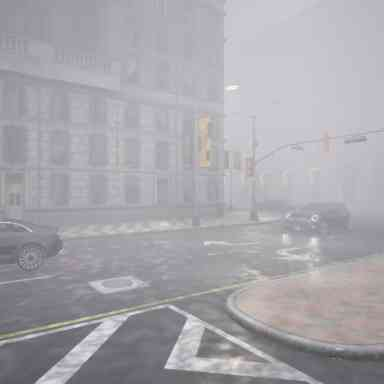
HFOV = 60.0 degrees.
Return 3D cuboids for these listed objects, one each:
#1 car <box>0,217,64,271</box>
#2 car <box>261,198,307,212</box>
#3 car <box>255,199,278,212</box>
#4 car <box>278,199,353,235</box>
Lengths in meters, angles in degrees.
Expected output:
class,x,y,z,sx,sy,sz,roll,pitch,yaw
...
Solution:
class,x,y,z,sx,sy,sz,roll,pitch,yaw
car,-6.229,1.491,9.380,4.902,1.511,2.128,0,0,-35
car,11.263,1.547,41.071,2.033,1.411,5.357,0,0,-36
car,9.587,1.547,37.399,2.033,1.411,5.357,0,0,-36
car,7.309,1.352,19.053,4.553,1.767,2.097,0,0,-40
